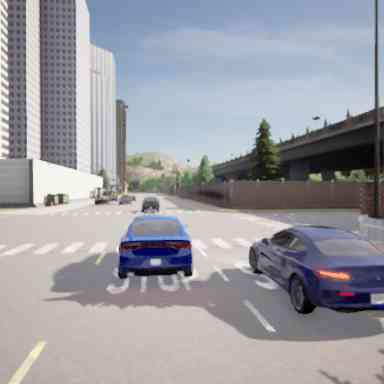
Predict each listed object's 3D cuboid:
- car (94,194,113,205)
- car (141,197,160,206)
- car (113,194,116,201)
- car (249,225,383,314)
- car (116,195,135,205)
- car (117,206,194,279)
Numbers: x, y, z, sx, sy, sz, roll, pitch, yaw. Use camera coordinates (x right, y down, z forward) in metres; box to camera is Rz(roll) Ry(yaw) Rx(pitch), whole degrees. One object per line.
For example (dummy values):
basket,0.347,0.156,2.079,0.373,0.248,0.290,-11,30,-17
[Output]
car,-13.632,1.344,50.572,1.895,1.301,4.718,0,0,-7
car,-4.499,1.308,36.222,1.837,1.490,4.892,0,1,-8
car,-15.643,1.197,66.274,2.033,1.411,5.357,0,0,-8
car,2.661,1.467,7.403,1.812,1.442,4.674,0,0,-6
car,-10.180,1.229,51.167,1.837,1.490,4.892,0,0,-7
car,-1.074,1.419,9.996,1.882,1.535,5.008,0,0,-6
